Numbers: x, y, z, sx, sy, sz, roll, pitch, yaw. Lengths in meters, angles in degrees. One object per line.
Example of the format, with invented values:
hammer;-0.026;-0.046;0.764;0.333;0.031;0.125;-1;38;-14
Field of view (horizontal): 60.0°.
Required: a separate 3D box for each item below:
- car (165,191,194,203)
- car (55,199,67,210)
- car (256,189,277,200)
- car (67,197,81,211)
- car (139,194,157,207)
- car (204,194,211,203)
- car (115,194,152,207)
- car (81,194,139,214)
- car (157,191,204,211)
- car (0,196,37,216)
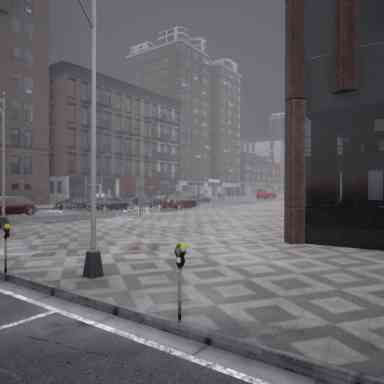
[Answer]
car;-1.870;0.731;51.219;2.097;1.767;4.553;0;1;36
car;-12.724;1.195;36.199;1.994;1.385;4.181;0;1;34
car;13.845;0.402;61.655;2.150;2.045;5.566;0;1;36
car;-10.001;1.247;34.388;1.895;1.301;4.718;0;1;36
car;-4.695;1.047;41.765;1.812;1.442;4.674;0;1;36
car;1.128;0.951;49.808;1.994;1.385;4.181;0;1;36
car;-7.562;1.015;43.341;1.837;1.490;4.892;0;1;36
car;-7.714;1.183;31.661;1.837;1.490;4.892;0;2;36
car;-1.149;0.951;35.225;2.097;1.767;4.553;0;1;36
car;-15.246;1.125;27.090;2.097;1.767;4.553;0;1;36
